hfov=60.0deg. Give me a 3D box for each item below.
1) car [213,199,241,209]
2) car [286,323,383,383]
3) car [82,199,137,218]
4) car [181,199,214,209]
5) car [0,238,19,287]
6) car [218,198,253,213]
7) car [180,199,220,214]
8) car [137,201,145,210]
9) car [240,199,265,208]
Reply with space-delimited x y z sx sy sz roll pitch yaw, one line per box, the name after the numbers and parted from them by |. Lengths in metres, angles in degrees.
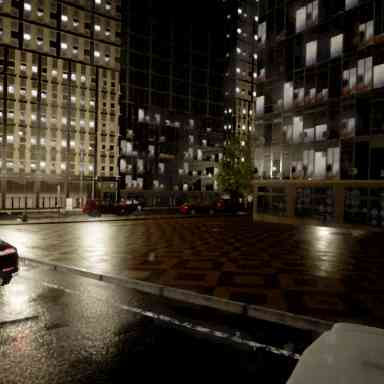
5.635 1.871 53.324 4.313 1.339 1.947 1 1 -34 | car
2.824 1.602 1.671 4.718 1.301 1.895 0 0 36 | car
-8.637 1.644 34.020 5.009 1.841 2.192 1 1 -34 | car
0.815 1.783 50.028 4.829 1.417 1.752 1 1 -34 | car
-6.102 1.489 8.045 4.902 1.511 2.128 0 0 36 | car
5.403 1.781 43.615 5.009 1.841 2.192 1 1 -34 | car
0.718 1.965 40.421 4.507 1.381 1.887 1 1 -34 | car
-8.406 1.718 43.728 4.403 1.369 2.008 1 1 -34 | car
10.315 1.933 56.523 4.206 1.307 1.802 1 1 -34 | car
